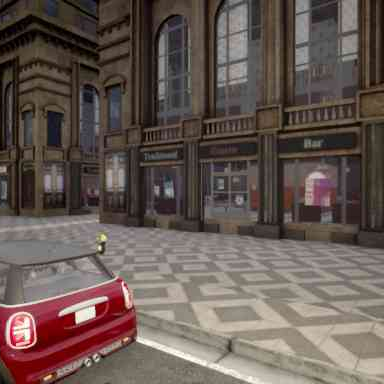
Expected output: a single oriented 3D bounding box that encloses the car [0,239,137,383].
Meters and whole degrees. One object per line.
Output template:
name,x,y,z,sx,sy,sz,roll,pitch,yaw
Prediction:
car,-2.806,1.440,4.967,4.097,1.590,1.967,0,0,36
